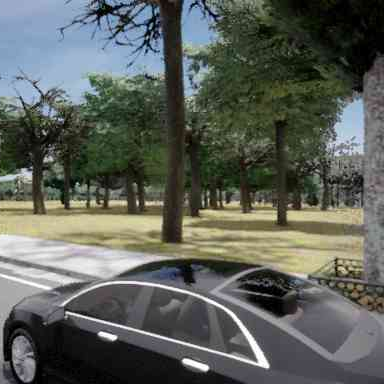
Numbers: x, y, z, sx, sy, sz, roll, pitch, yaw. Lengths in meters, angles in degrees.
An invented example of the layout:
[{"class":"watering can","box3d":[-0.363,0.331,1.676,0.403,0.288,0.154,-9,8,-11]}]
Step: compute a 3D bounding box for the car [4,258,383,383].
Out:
[{"class":"car","box3d":[-0.236,1.533,3.733,4.892,1.490,1.837,-1,-1,36]}]
